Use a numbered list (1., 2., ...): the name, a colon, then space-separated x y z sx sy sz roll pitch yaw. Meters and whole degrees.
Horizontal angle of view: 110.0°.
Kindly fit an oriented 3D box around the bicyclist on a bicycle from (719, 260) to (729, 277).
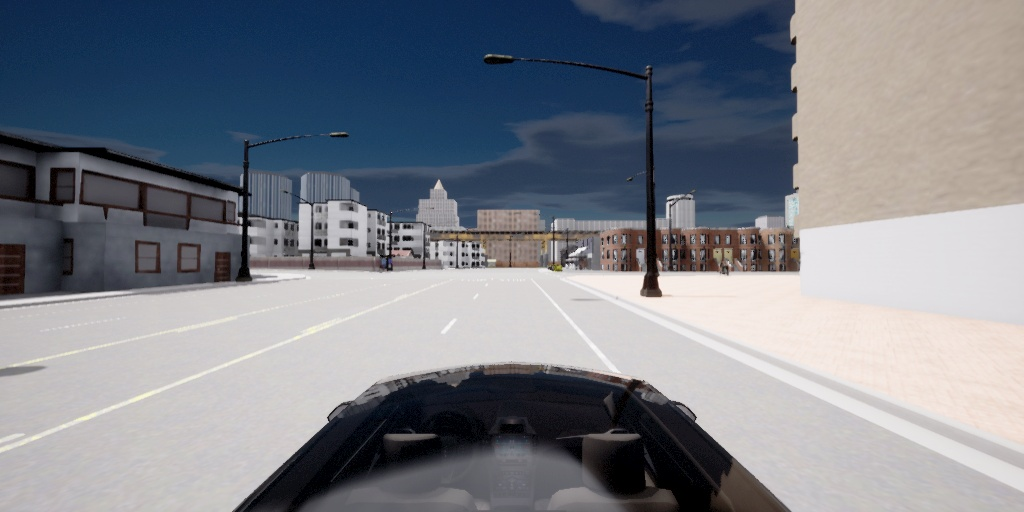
1. bicyclist on a bicycle: 20.400 1.174 34.583 0.582 1.620 1.656 0 -1 1
